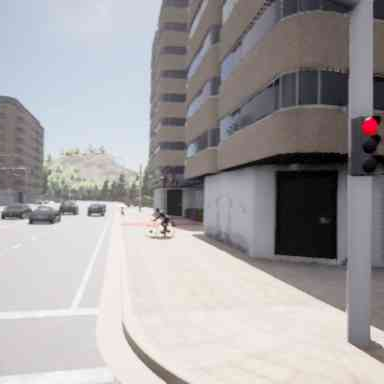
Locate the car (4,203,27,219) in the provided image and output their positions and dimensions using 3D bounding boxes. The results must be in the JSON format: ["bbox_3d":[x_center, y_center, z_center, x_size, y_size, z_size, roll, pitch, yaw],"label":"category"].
[{"bbox_3d":[-17.402,1.894,33.192,1.837,1.490,4.892,1,-1,-12],"label":"car"}]

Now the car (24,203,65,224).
[{"bbox_3d":[-12.654,1.953,28.801,1.994,1.385,4.181,1,-1,-12],"label":"car"}]

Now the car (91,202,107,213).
[{"bbox_3d":[-14.007,2.333,50.311,2.128,1.511,4.902,1,-1,-13],"label":"car"}]

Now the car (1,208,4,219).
[{"bbox_3d":[-15.218,1.742,23.436,1.812,1.442,4.674,1,-1,-13],"label":"car"}]

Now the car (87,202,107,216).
[{"bbox_3d":[-11.897,2.187,41.194,1.837,1.490,4.892,1,-1,-12],"label":"car"}]

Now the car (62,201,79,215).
[{"bbox_3d":[-15.697,1.981,42.372,2.097,1.767,4.553,1,-1,-13],"label":"car"}]

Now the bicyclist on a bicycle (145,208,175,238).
[{"bbox_3d":[-1.718,1.678,18.030,1.656,1.620,0.582,1,-1,-13],"label":"bicyclist on a bicycle"}]
